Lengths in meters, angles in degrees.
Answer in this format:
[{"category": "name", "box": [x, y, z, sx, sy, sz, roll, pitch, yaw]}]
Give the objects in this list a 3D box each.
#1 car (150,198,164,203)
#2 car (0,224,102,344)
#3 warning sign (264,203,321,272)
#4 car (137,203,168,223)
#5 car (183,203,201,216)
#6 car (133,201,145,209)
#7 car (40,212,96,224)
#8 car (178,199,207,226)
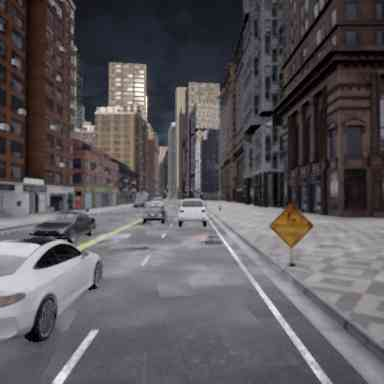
[{"category": "car", "box": [-6.515, 2.088, 62.306, 2.150, 2.045, 5.566, 0, -1, 0]}, {"category": "car", "box": [-3.151, 1.616, 6.478, 1.812, 1.442, 4.674, 0, -1, 0]}, {"category": "warning sign", "box": [2.848, 1.247, 9.547, 1.300, 1.860, 1.060, 0, -1, 0]}, {"category": "car", "box": [-3.150, 1.946, 29.123, 2.033, 1.411, 5.357, 0, -1, 0]}, {"category": "car", "box": [0.044, 2.106, 40.686, 2.033, 1.411, 5.357, 0, -1, 1]}, {"category": "car", "box": [-9.762, 2.410, 62.271, 2.033, 1.411, 5.357, 0, -1, 0]}, {"category": "car", "box": [-6.586, 1.790, 17.674, 2.033, 1.411, 5.357, 0, -1, 1]}, {"category": "car", "box": [0.051, 1.585, 26.702, 2.150, 2.045, 5.566, 0, -1, 0]}]
